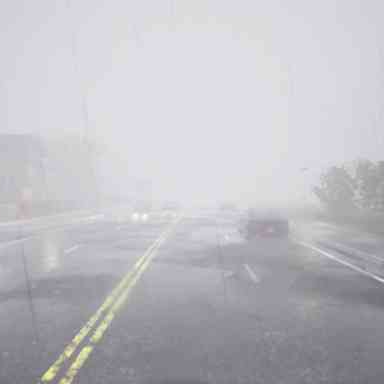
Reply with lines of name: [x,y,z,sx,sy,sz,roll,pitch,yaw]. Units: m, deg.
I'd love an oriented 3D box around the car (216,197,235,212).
car: [4.206,1.633,39.866,1.812,1.442,4.674,0,0,2]

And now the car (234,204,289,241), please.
car: [3.503,1.528,17.023,1.882,1.535,5.008,0,0,1]

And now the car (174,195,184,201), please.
car: [-3.060,1.418,79.952,1.895,1.301,4.718,0,0,5]

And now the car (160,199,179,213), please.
car: [-2.508,1.645,38.891,2.033,1.411,5.357,0,0,3]

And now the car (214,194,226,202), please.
car: [6.226,1.757,74.019,1.994,1.385,4.181,0,0,5]

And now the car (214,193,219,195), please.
car: [7.177,1.713,84.922,2.128,1.511,4.902,0,0,5]

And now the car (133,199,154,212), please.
car: [-5.718,1.588,39.702,2.128,1.511,4.902,0,0,3]
